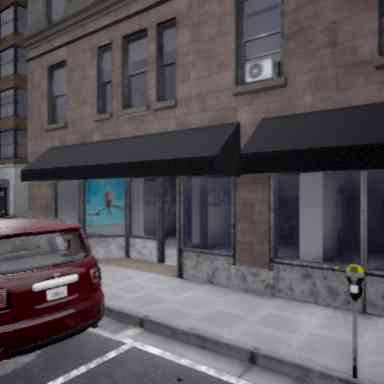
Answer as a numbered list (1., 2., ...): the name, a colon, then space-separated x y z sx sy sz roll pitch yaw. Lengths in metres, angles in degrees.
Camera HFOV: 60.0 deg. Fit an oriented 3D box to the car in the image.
1. car: -3.591 1.320 5.455 5.009 1.841 2.192 0 0 36
